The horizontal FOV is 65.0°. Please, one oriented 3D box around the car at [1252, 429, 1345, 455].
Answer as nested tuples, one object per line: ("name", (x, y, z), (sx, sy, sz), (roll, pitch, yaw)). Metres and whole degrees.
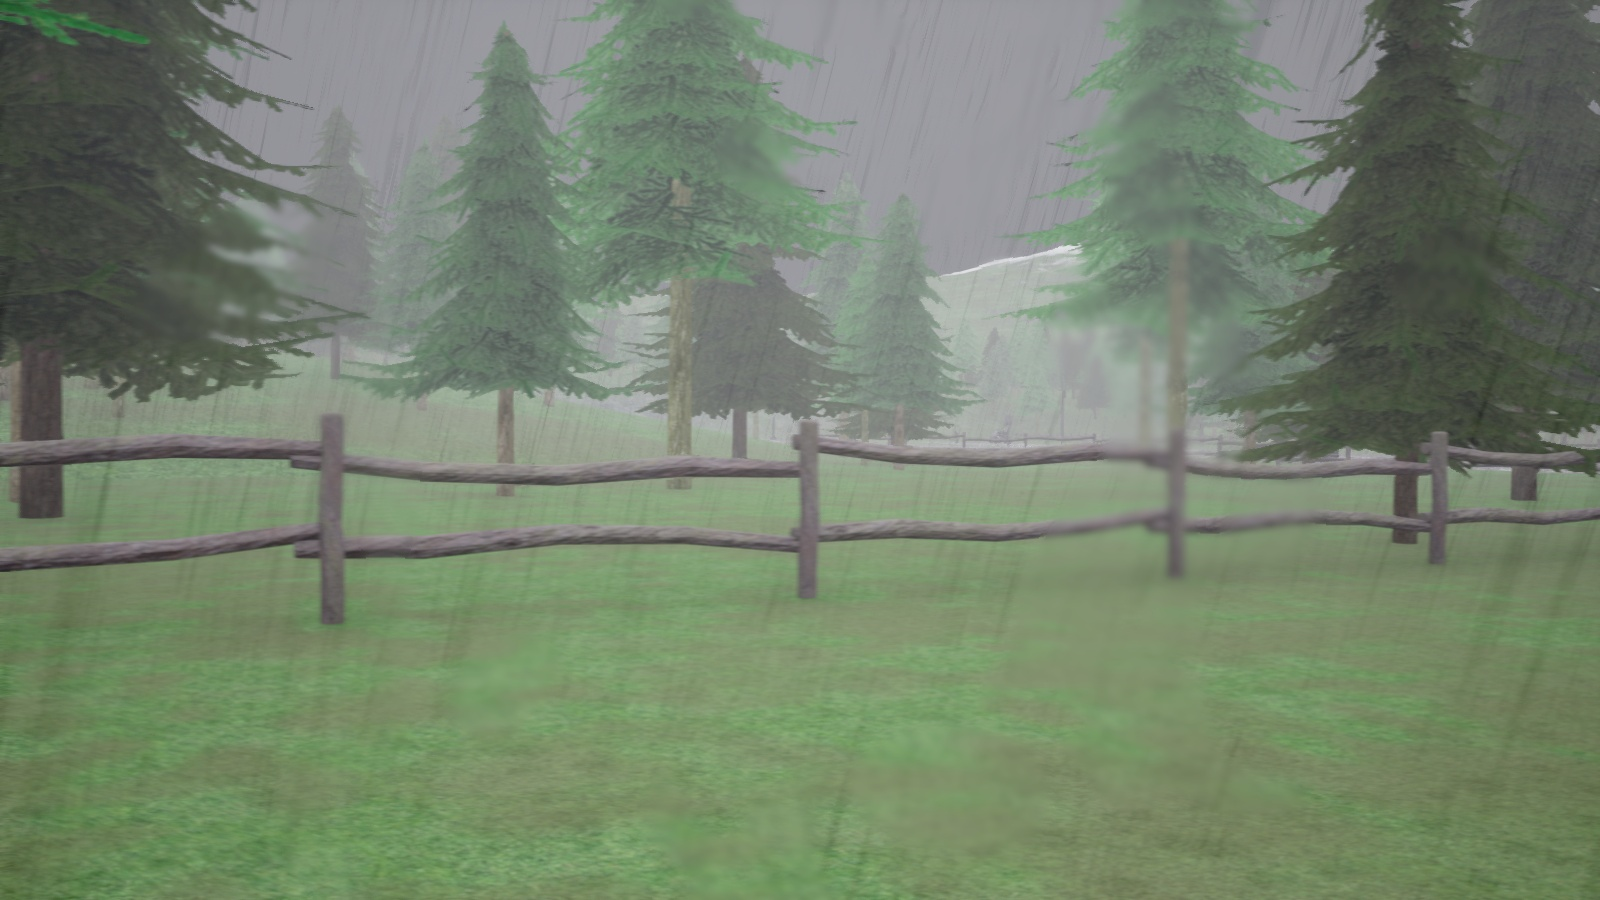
("car", (26.214, -0.462, 66.219), (1.895, 1.301, 4.718), (-1, 1, -20))
